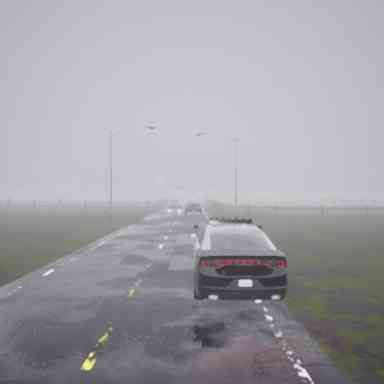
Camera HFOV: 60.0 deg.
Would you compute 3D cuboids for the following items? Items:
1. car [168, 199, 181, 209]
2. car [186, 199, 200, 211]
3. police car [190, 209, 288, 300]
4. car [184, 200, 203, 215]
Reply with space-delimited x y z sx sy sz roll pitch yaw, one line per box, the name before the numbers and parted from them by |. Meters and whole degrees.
car | -2.614 1.796 50.347 1.837 1.490 4.892 0 0 0
car | 0.155 1.799 47.049 1.812 1.442 4.674 0 0 1
police car | 0.985 1.478 8.662 1.930 1.638 5.238 0 0 0
car | 0.172 1.721 36.880 1.837 1.490 4.892 0 0 0
